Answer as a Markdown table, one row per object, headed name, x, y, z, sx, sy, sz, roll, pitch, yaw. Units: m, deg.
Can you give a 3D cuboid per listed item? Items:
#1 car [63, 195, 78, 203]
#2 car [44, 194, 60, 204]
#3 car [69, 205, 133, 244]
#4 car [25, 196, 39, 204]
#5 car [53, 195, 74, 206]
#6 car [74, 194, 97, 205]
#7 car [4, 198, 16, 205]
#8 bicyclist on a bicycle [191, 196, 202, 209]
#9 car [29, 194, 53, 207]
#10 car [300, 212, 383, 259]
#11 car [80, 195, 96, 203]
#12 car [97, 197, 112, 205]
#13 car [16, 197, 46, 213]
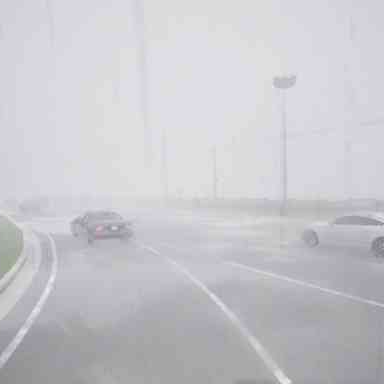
| name | x | y | z | sx | sy | sz | roll | pitch | yaw |
| --- | --- | --- | --- | --- | --- | --- | --- | --- | --- |
| car | -24.619 | 1.472 | 67.137 | 1.837 | 1.490 | 4.892 | 0 | 0 | -33 |
| car | -27.554 | 1.352 | 65.229 | 2.097 | 1.767 | 4.553 | 0 | 0 | -33 |
| car | -4.510 | 1.570 | 16.115 | 2.033 | 1.411 | 5.357 | 0 | 0 | -30 |
| car | -30.519 | 1.545 | 63.371 | 1.812 | 1.442 | 4.674 | 0 | 0 | -33 |
| car | -21.962 | 1.605 | 56.471 | 1.882 | 1.535 | 5.008 | 0 | 0 | -33 |
| car | -19.030 | 1.325 | 58.379 | 2.150 | 2.045 | 5.566 | 0 | 0 | -33 |
| car | -33.483 | 1.766 | 61.511 | 1.994 | 1.385 | 4.181 | 0 | 0 | -33 |
| bicyclist on a bicycle | 0.589 | 1.264 | 41.702 | 1.656 | 1.620 | 0.582 | -1 | 0 | -33 |
| car | -24.931 | 1.373 | 54.613 | 2.150 | 2.045 | 5.566 | 0 | 0 | -33 |
| car | 6.273 | 1.467 | 12.395 | 1.812 | 1.442 | 4.674 | 0 | 0 | -33 |
| car | -21.669 | 1.448 | 69.021 | 1.837 | 1.490 | 4.892 | 0 | 0 | -33 |
| car | -16.062 | 1.626 | 60.237 | 2.033 | 1.411 | 5.357 | 0 | 0 | -33 |
| car | -18.988 | 1.665 | 38.986 | 2.033 | 1.411 | 5.357 | 0 | 0 | -33 |
